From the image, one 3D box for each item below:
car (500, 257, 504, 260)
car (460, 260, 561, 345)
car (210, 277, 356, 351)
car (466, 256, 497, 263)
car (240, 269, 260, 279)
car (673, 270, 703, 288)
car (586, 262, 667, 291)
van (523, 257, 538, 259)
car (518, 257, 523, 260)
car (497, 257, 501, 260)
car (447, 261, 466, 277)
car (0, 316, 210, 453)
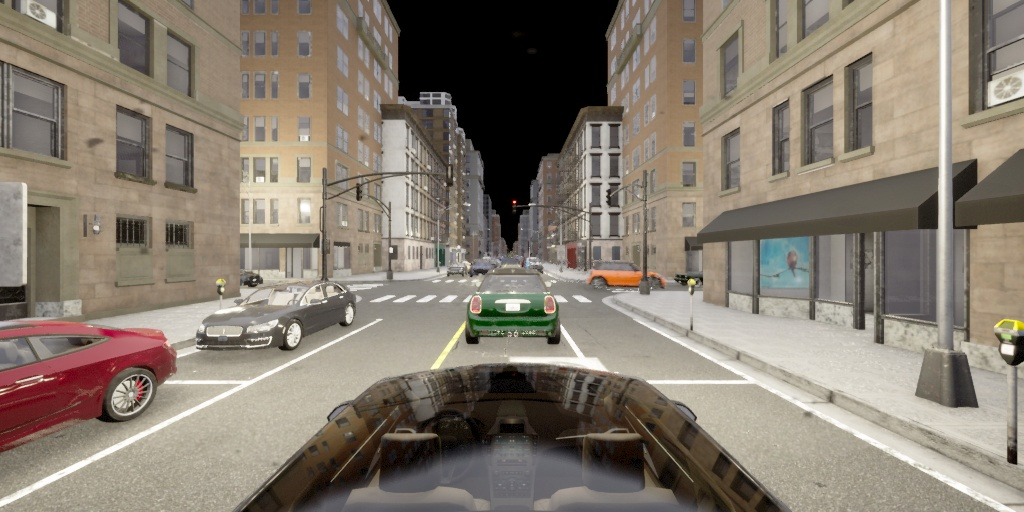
[{"bbox_3d":[-2.830,1.267,62.172,1.812,1.442,4.674,0,0,1],"label":"car"},{"bbox_3d":[0.040,1.102,9.703,2.097,1.767,4.553,0,0,1],"label":"car"},{"bbox_3d":[-5.389,1.300,8.860,2.007,1.370,4.403,0,0,0],"label":"car"},{"bbox_3d":[-2.816,1.098,33.868,2.097,1.767,4.553,0,0,-1],"label":"car"},{"bbox_3d":[-17.145,1.223,21.094,4.181,1.385,1.994,0,0,0],"label":"car"},{"bbox_3d":[13.495,1.431,24.097,4.718,1.301,1.895,0,0,0],"label":"car"},{"bbox_3d":[6.845,1.143,21.719,4.553,1.767,2.097,0,0,10],"label":"car"},{"bbox_3d":[2.636,1.085,46.550,1.690,1.789,3.998,0,0,0],"label":"van"},{"bbox_3d":[2.639,1.056,62.769,2.192,1.841,5.009,0,0,0],"label":"car"},{"bbox_3d":[-2.844,1.250,49.293,1.837,1.490,4.892,0,0,0],"label":"car"},{"bbox_3d":[-5.394,1.296,35.736,2.007,1.370,4.403,0,0,0],"label":"car"},{"bbox_3d":[-5.389,1.332,3.179,1.802,1.307,4.207,0,0,0],"label":"car"}]
